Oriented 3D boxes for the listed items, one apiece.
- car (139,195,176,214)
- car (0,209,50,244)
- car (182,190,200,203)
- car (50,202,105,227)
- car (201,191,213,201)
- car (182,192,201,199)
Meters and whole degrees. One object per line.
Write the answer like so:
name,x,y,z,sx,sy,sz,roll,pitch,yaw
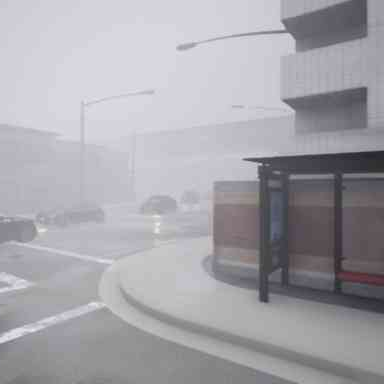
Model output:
car,-2.856,1.028,29.183,1.812,1.442,4.674,0,2,20
car,-7.884,1.405,12.196,2.128,1.511,4.902,-1,3,15
car,-0.210,0.521,43.101,2.097,1.767,4.553,0,1,0
car,-7.363,1.294,20.381,1.994,1.385,4.181,0,1,32
car,2.719,0.571,52.299,1.837,1.490,4.892,0,0,-11
car,-0.121,0.620,62.211,1.994,1.385,4.181,0,0,-24
